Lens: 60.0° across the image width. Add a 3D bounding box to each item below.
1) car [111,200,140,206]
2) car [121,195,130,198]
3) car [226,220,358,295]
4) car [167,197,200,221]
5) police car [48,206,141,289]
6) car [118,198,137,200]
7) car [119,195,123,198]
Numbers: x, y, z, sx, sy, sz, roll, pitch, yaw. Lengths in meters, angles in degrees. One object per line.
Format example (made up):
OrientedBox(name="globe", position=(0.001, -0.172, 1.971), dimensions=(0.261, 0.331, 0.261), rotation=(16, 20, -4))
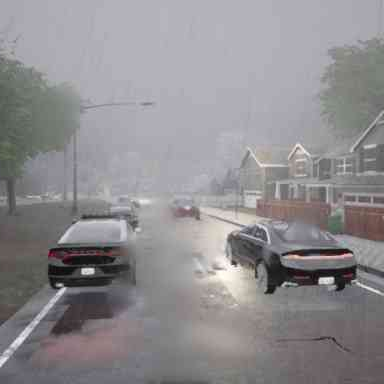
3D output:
OrientedBox(name="car", position=(-4.024, 1.467, 19.143), dimensions=(1.837, 1.490, 4.892), rotation=(0, 0, -10))
OrientedBox(name="car", position=(-8.036, 1.466, 44.093), dimensions=(1.895, 1.301, 4.718), rotation=(0, 0, -14))
OrientedBox(name="car", position=(2.239, 1.478, 8.771), dimensions=(2.128, 1.511, 4.902), rotation=(0, 0, -8))
OrientedBox(name="car", position=(-0.759, 1.281, 26.947), dimensions=(2.097, 1.767, 4.553), rotation=(0, 0, -11))
OrientedBox(name="police car", position=(-2.491, 1.413, 9.354), dimensions=(1.930, 1.638, 5.238), rotation=(0, 0, -8))
OrientedBox(name="car", position=(-5.080, 1.467, 25.061), dimensions=(1.812, 1.442, 4.674), rotation=(0, 0, -11))
OrientedBox(name="car", position=(-12.459, 1.263, 60.979), dimensions=(1.882, 1.535, 5.008), rotation=(0, 0, -16))
